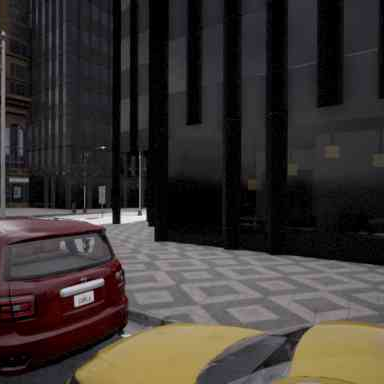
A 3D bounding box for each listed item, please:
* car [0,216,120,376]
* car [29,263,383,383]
[{"bbox_3d":[-3.189,1.314,5.228,5.009,1.841,2.192,0,0,35],"label":"car"},{"bbox_3d":[1.092,1.525,2.180,4.829,1.417,1.752,0,0,35],"label":"car"}]
